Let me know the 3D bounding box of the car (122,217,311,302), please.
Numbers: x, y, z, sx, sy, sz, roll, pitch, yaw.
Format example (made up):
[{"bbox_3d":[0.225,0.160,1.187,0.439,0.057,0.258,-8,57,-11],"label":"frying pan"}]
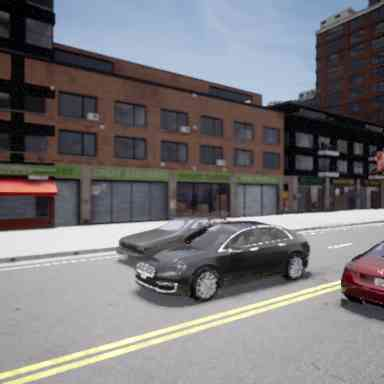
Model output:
[{"bbox_3d":[0.972,1.515,8.359,4.892,1.490,1.837,0,0,-35],"label":"car"}]

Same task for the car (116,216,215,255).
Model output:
[{"bbox_3d":[0.128,1.559,11.752,5.357,1.411,2.033,0,0,-35],"label":"car"}]

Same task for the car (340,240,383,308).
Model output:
[{"bbox_3d":[5.021,1.577,7.018,4.181,1.385,1.994,0,0,-35],"label":"car"}]
